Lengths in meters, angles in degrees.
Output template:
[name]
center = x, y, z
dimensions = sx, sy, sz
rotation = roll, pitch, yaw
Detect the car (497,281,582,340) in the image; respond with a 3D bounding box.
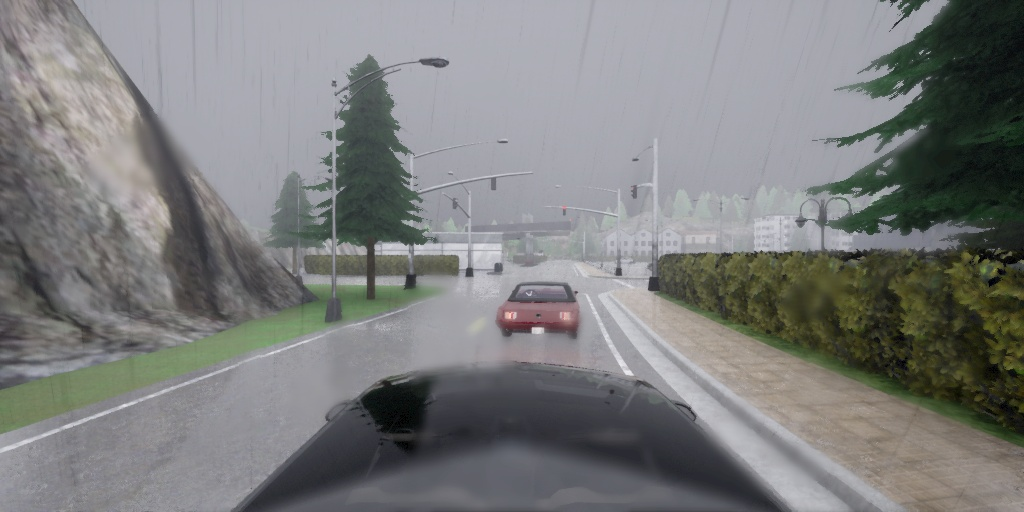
[car]
center = 0.909, 1.351, 10.064
dimensions = 1.895, 1.301, 4.718
rotation = 0, 0, 8
